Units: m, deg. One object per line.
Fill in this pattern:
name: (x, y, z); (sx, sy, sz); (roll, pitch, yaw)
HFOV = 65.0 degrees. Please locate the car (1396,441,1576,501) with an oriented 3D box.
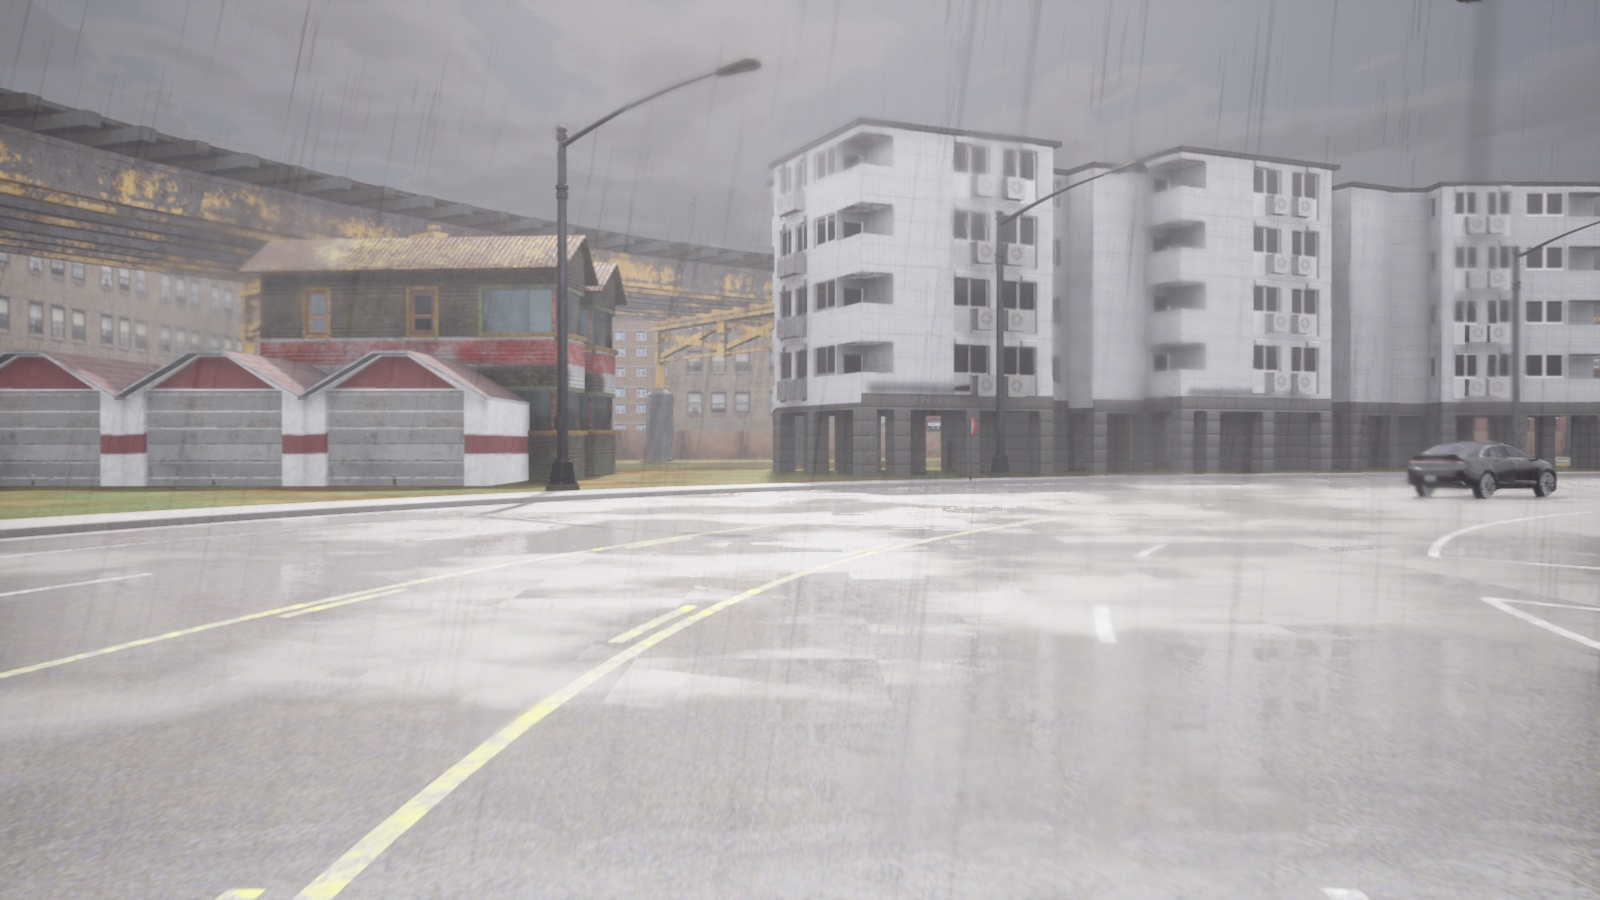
car: (18.624, 0.526, 34.038); (4.902, 1.511, 2.128); (0, 0, -31)
